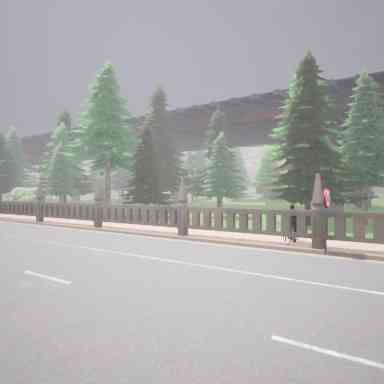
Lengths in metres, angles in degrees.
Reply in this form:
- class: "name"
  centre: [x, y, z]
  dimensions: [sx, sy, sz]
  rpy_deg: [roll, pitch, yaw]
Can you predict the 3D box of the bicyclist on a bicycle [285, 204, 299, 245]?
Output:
- class: "bicyclist on a bicycle"
  centre: [4.121, 1.339, 13.589]
  dimensions: [0.582, 1.620, 1.656]
  rpy_deg: [1, -3, 35]
